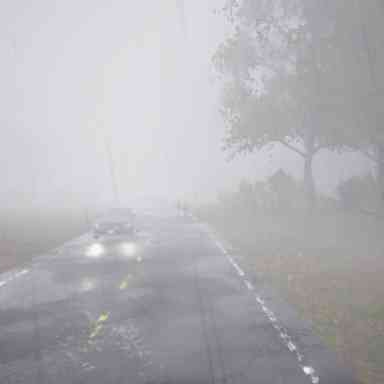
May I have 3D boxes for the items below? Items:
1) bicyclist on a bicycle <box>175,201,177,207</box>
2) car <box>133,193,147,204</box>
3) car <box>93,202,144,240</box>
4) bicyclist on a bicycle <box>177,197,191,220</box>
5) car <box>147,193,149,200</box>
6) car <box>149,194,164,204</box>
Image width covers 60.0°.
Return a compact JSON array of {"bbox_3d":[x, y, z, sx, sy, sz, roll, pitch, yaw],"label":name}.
[{"bbox_3d":[-1.361,1.319,34.329,0.866,1.612,1.509,-1,0,-7],"label":"bicyclist on a bicycle"},{"bbox_3d":[-9.421,1.330,59.000,1.812,1.442,4.674,0,0,-11],"label":"car"},{"bbox_3d":[-3.703,1.477,16.924,1.812,1.442,4.674,0,0,-4],"label":"car"},{"bbox_3d":[-0.458,1.349,26.126,0.866,1.612,1.509,-1,0,-6],"label":"bicyclist on a bicycle"},{"bbox_3d":[-10.070,1.102,74.609,2.097,1.767,4.553,0,0,-16],"label":"car"},{"bbox_3d":[-5.871,1.313,57.082,1.837,1.490,4.892,0,1,-11],"label":"car"}]
